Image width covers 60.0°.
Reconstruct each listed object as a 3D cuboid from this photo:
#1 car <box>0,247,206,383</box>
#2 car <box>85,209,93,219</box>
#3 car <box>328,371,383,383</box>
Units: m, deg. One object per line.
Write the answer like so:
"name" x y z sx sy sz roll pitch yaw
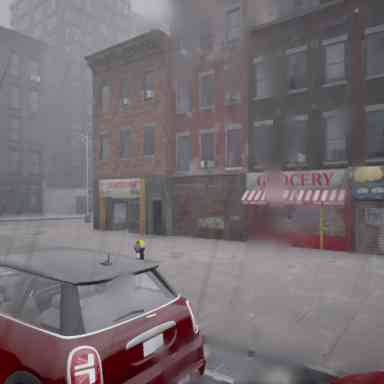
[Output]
"car" -1.929 1.441 4.219 4.097 1.590 1.967 0 0 36
"car" -9.209 2.111 36.040 2.128 1.511 4.902 -1 -2 36
"car" 2.533 1.544 0.998 4.507 1.381 1.887 0 0 36
